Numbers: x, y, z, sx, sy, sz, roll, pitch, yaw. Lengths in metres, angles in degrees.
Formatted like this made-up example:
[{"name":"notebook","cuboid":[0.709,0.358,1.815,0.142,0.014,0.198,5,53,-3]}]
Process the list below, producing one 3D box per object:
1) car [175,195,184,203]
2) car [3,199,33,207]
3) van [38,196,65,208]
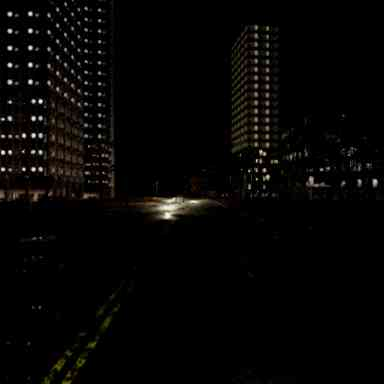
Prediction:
[{"name":"car","cuboid":[-3.250,1.775,86.953,2.150,2.045,5.566,0,0,0]},{"name":"car","cuboid":[-28.183,1.764,53.808,4.507,1.381,1.887,0,0,1]},{"name":"van","cuboid":[-22.643,1.585,53.761,3.998,1.788,1.690,0,0,1]}]
